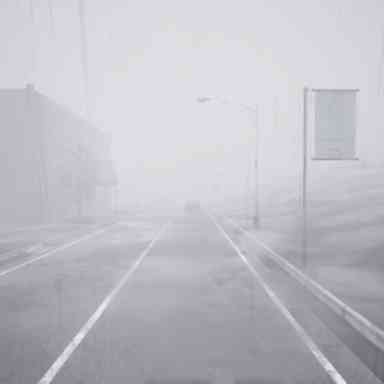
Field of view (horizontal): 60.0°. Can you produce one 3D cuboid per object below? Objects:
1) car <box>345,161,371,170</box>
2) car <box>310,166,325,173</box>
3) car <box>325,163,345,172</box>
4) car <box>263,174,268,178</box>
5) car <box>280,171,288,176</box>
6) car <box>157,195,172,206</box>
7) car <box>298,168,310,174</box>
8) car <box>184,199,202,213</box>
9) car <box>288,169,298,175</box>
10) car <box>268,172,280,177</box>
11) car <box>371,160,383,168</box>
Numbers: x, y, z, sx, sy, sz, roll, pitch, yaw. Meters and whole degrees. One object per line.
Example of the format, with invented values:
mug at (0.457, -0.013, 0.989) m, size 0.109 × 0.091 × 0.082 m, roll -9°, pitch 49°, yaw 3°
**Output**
car at (23.564, -3.484, 45.306) m, size 2.163 × 1.488 × 4.792 m, roll 0°, pitch 1°, yaw -6°
car at (22.483, -3.707, 56.503) m, size 2.097 × 1.535 × 5.008 m, roll 0°, pitch 1°, yaw -4°
car at (22.948, -3.737, 50.997) m, size 2.185 × 1.767 × 4.553 m, roll 0°, pitch 1°, yaw -5°
car at (21.433, -4.101, 89.531) m, size 2.002 × 1.452 × 4.674 m, roll 0°, pitch 1°, yaw -1°
car at (21.780, -3.964, 73.100) m, size 2.231 × 1.521 × 4.892 m, roll 0°, pitch 1°, yaw -1°
car at (-5.231, 1.626, 62.009) m, size 2.150 × 2.045 × 5.566 m, roll 0°, pitch -1°, yaw -13°
car at (22.135, -3.762, 62.040) m, size 2.002 × 1.452 × 4.674 m, roll 0°, pitch 1°, yaw -2°
car at (0.112, 1.569, 37.856) m, size 1.812 × 1.442 × 4.674 m, roll 0°, pitch 0°, yaw 0°
car at (21.905, -3.892, 67.582) m, size 2.231 × 1.521 × 4.892 m, roll 0°, pitch 1°, yaw -1°
car at (21.549, -4.209, 84.037) m, size 2.185 × 1.767 × 4.553 m, roll 0°, pitch 1°, yaw -1°
car at (24.263, -3.379, 39.831) m, size 2.002 × 1.452 × 4.674 m, roll 0°, pitch 1°, yaw -7°
